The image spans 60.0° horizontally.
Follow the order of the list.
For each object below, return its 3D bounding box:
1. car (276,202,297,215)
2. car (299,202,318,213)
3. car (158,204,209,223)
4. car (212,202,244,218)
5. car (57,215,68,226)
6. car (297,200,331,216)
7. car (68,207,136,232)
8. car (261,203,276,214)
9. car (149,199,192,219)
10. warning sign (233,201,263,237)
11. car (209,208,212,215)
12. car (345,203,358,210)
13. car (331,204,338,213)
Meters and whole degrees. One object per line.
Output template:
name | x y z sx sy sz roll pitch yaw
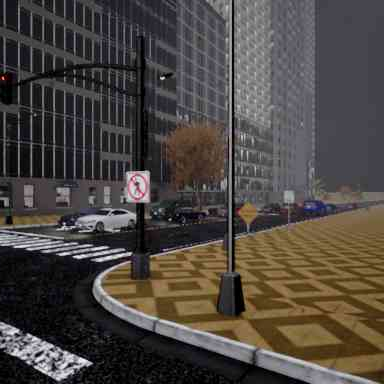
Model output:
car | 13.878 2.204 46.341 2.097 1.767 4.553 0 -1 33
car | 19.223 2.504 54.706 1.882 1.535 5.008 0 -1 33
car | -0.664 2.064 30.099 1.895 1.301 4.718 0 -1 33
car | 4.654 1.990 38.315 2.097 1.767 4.553 0 -1 33
car | -7.495 1.871 25.514 2.033 1.411 5.357 0 -1 33
car | 16.198 2.064 43.973 2.150 2.045 5.566 0 -1 35
car | -5.619 1.825 22.462 1.812 1.442 4.674 0 -1 33
car | 11.738 2.375 49.180 1.837 1.490 4.892 0 -1 33
car | -1.964 1.727 34.070 2.150 2.045 5.566 0 -1 33
warning sign | 3.145 1.453 18.548 1.300 1.860 1.060 1 1 33
car | 3.888 2.299 43.111 1.895 1.301 4.718 0 -1 33
car | 31.545 2.835 65.693 1.812 1.442 4.674 0 -1 33
car | 21.953 2.556 52.942 1.812 1.442 4.674 0 -1 33
